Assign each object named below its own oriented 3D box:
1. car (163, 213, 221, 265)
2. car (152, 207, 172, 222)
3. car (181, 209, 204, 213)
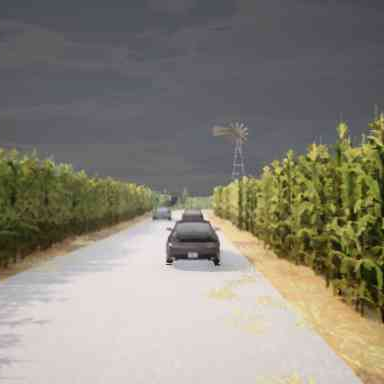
[{"bbox_3d":[0.049,1.777,12.735,1.837,1.490,4.892,0,-1,0],"label":"car"},{"bbox_3d":[-3.139,2.372,35.768,1.812,1.442,4.674,0,-1,1],"label":"car"},{"bbox_3d":[0.064,2.198,28.927,1.882,1.535,5.008,0,-1,0],"label":"car"}]
